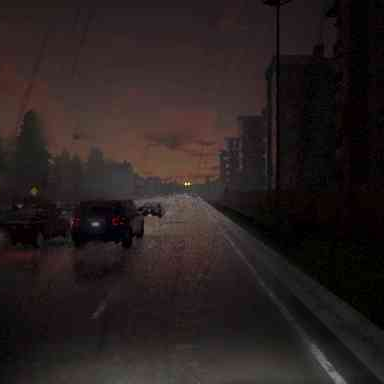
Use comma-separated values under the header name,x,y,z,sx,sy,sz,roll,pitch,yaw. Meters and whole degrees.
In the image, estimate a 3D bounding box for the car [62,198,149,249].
name,x,y,z,sx,sy,sz,roll,pitch,yaw
car,-3.500,1.258,14.751,2.150,2.045,5.566,0,0,0

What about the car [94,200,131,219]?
name,x,y,z,sx,sy,sz,roll,pitch,yaw
car,-7.000,1.495,29.721,2.128,1.511,4.902,0,0,0

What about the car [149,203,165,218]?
name,x,y,z,sx,sy,sz,roll,pitch,yaw
car,-3.500,1.616,29.751,1.895,1.301,4.718,0,0,0

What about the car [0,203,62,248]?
name,x,y,z,sx,sy,sz,roll,pitch,yaw
car,-7.000,1.485,14.721,1.882,1.535,5.008,0,0,0

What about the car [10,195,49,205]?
name,x,y,z,sx,sy,sz,roll,pitch,yaw
car,-14.000,1.258,29.751,2.150,2.045,5.566,0,0,0

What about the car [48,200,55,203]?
name,x,y,z,sx,sy,sz,roll,pitch,yaw
car,-10.500,1.495,29.721,2.128,1.511,4.902,0,0,0
